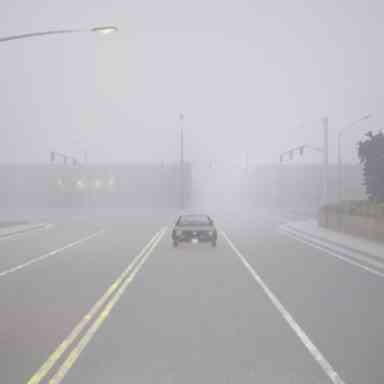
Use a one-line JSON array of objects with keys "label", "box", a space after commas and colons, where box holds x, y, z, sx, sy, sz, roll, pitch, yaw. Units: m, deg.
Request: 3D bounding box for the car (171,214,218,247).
[{"label": "car", "box": [0.110, 1.670, 15.383, 1.895, 1.301, 4.718, 0, 0, 0]}]
